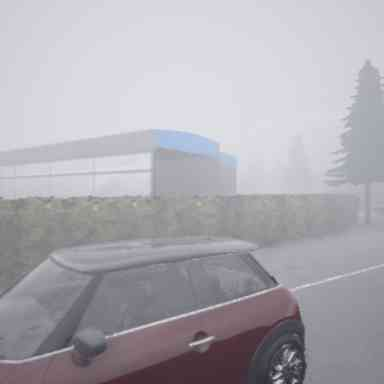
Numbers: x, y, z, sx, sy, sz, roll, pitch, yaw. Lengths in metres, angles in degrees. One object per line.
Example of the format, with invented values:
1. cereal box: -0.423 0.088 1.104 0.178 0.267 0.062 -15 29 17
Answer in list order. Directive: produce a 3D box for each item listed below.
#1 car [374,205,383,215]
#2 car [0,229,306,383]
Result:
1. car: 19.649 1.528 31.346 1.812 1.442 4.674 0 0 -33
2. car: -0.930 1.352 3.362 4.553 1.767 2.097 0 0 -36
